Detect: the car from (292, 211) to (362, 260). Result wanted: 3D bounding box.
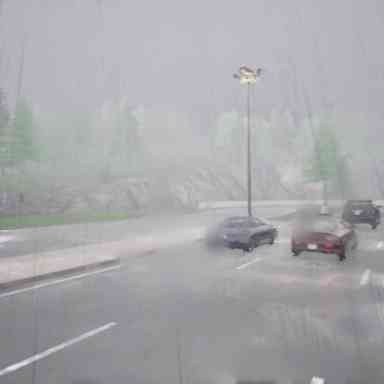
[{"bbox_3d":[5.359,1.711,13.264,1.812,1.442,4.674,-1,-1,33],"label":"car"}]

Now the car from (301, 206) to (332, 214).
[{"bbox_3d":[10.379,1.892,27.594,1.837,1.490,4.892,-1,-1,34],"label":"car"}]

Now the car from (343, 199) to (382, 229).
[{"bbox_3d":[12.671,1.547,24.741,2.150,2.045,5.566,-1,-1,33],"label":"car"}]

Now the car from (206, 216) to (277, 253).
[{"bbox_3d":[2.364,1.800,15.079,1.994,1.385,4.181,-1,-1,33],"label":"car"}]
